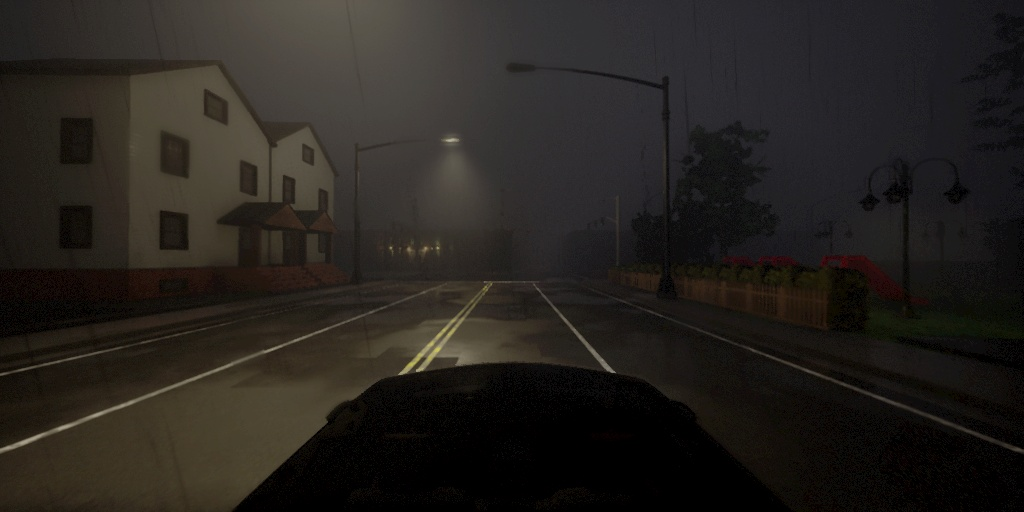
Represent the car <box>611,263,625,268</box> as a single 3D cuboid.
[{"bbox_3d":[13.664,1.495,41.168,4.674,1.442,1.812,0,-1,0],"label":"car"}]
